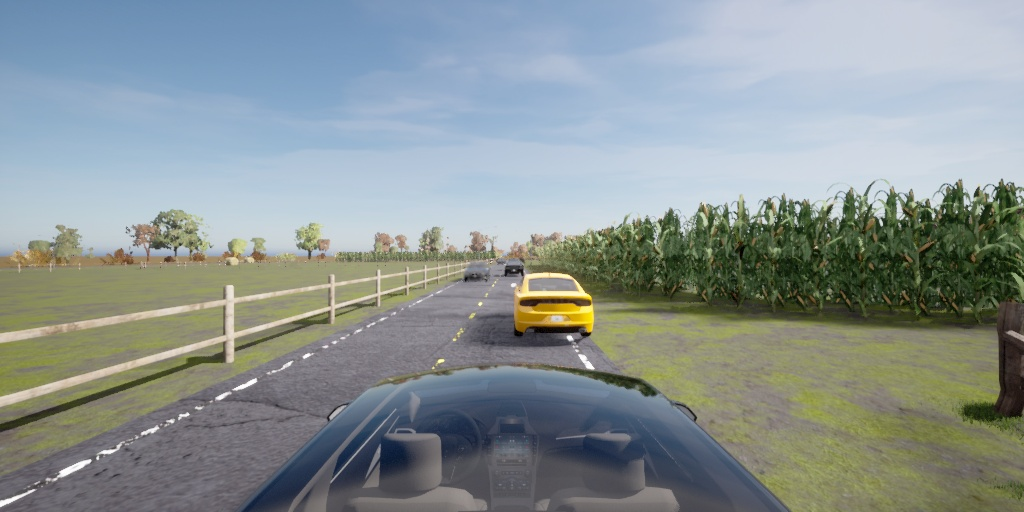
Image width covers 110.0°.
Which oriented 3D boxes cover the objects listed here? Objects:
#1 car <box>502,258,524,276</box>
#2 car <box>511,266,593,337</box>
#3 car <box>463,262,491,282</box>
[{"bbox_3d":[0.232,1.226,37.138,1.882,1.535,5.008,0,0,1],"label":"car"},{"bbox_3d":[1.000,1.227,10.364,1.882,1.535,5.008,0,0,0],"label":"car"},{"bbox_3d":[-2.725,1.253,28.720,1.837,1.490,4.892,0,0,0],"label":"car"}]
